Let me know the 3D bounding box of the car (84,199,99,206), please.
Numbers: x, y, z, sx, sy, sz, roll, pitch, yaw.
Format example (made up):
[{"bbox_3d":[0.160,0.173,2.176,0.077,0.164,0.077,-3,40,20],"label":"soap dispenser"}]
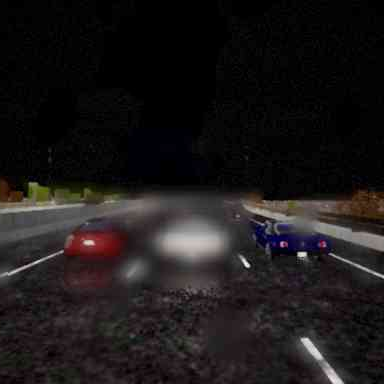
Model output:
[{"bbox_3d":[-19.765,2.228,65.847,1.882,1.535,5.008,0,-1,2],"label":"car"}]

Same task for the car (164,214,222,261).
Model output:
[{"bbox_3d":[0.061,1.734,12.898,1.895,1.301,4.718,0,-1,1],"label":"car"}]

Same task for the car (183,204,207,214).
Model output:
[{"bbox_3d":[0.244,1.793,28.078,2.128,1.511,4.902,0,0,1],"label":"car"}]

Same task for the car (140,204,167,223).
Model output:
[{"bbox_3d":[-3.255,1.793,28.134,2.128,1.511,4.902,0,-1,1],"label":"car"}]

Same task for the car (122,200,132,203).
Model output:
[{"bbox_3d":[-12.779,2.308,65.585,1.994,1.385,4.181,0,-1,3],"label":"car"}]

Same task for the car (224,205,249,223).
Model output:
[{"bbox_3d":[3.755,1.830,28.420,1.812,1.442,4.674,0,0,1],"label":"car"}]

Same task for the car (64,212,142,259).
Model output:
[{"bbox_3d":[-3.434,1.701,13.218,1.994,1.385,4.181,0,-1,1],"label":"car"}]

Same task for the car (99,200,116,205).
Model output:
[{"bbox_3d":[-16.270,2.274,65.703,1.812,1.442,4.674,0,-1,2],"label":"car"}]

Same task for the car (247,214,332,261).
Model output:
[{"bbox_3d":[3.561,1.734,12.867,1.895,1.301,4.718,0,-1,1],"label":"car"}]
